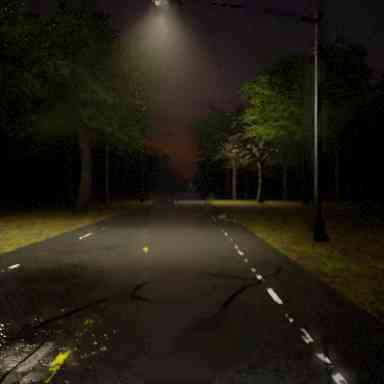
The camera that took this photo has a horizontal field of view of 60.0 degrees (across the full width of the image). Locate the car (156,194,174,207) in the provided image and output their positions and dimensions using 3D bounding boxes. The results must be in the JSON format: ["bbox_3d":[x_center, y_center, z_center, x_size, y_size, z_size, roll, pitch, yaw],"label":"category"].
[{"bbox_3d":[-3.585,1.100,45.144,2.097,1.767,4.553,0,1,0],"label":"car"}]
